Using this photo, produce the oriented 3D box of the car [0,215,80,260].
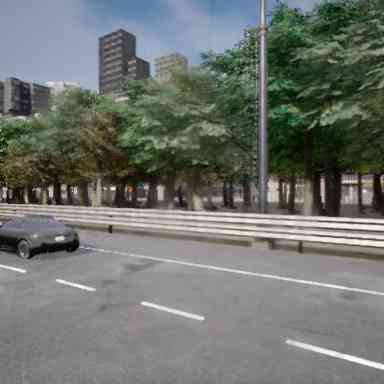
[{"bbox_3d":[-6.158,1.570,12.569,4.181,1.385,1.994,0,0,36],"label":"car"}]
